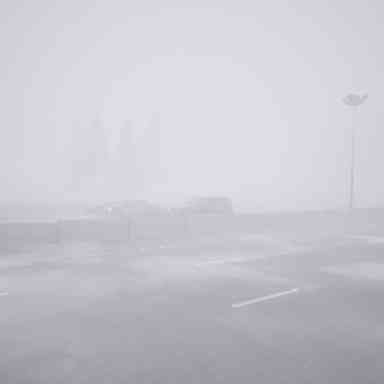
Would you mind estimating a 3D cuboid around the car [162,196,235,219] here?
[{"bbox_3d":[0.830,1.341,26.077,5.566,2.045,2.150,1,0,-35],"label":"car"}]

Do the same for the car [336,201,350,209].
[{"bbox_3d":[26.906,2.327,57.481,5.008,1.535,1.882,2,-1,-35],"label":"car"}]

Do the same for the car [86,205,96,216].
[{"bbox_3d":[-7.838,1.565,32.792,5.008,1.535,1.882,1,0,-35],"label":"car"}]

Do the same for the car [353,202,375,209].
[{"bbox_3d":[28.949,2.375,54.650,4.674,1.442,1.812,2,-1,-35],"label":"car"}]

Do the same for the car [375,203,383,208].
[{"bbox_3d":[31.002,2.414,51.822,4.181,1.385,1.994,2,-1,-35],"label":"car"}]

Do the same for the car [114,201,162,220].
[{"bbox_3d":[-3.792,1.651,27.080,4.181,1.385,1.994,1,0,-35],"label":"car"}]

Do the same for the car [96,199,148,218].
[{"bbox_3d":[-5.796,1.440,29.949,4.553,1.767,2.097,1,0,-35],"label":"car"}]
